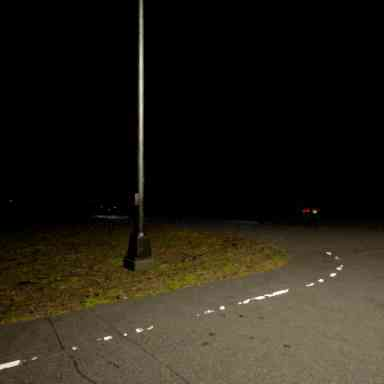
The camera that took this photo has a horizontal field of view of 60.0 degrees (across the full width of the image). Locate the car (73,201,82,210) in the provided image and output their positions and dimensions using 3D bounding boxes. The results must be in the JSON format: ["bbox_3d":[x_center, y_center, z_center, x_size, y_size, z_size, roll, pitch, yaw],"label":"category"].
[{"bbox_3d":[-23.119,2.753,69.071,2.097,1.767,4.553,3,-3,-36],"label":"car"}]

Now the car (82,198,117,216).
[{"bbox_3d":[-11.157,1.789,40.661,2.150,2.045,5.566,3,-3,-36],"label":"car"}]

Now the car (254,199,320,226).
[{"bbox_3d":[7.526,1.618,26.802,2.150,2.045,5.566,3,-3,-36],"label":"car"}]
